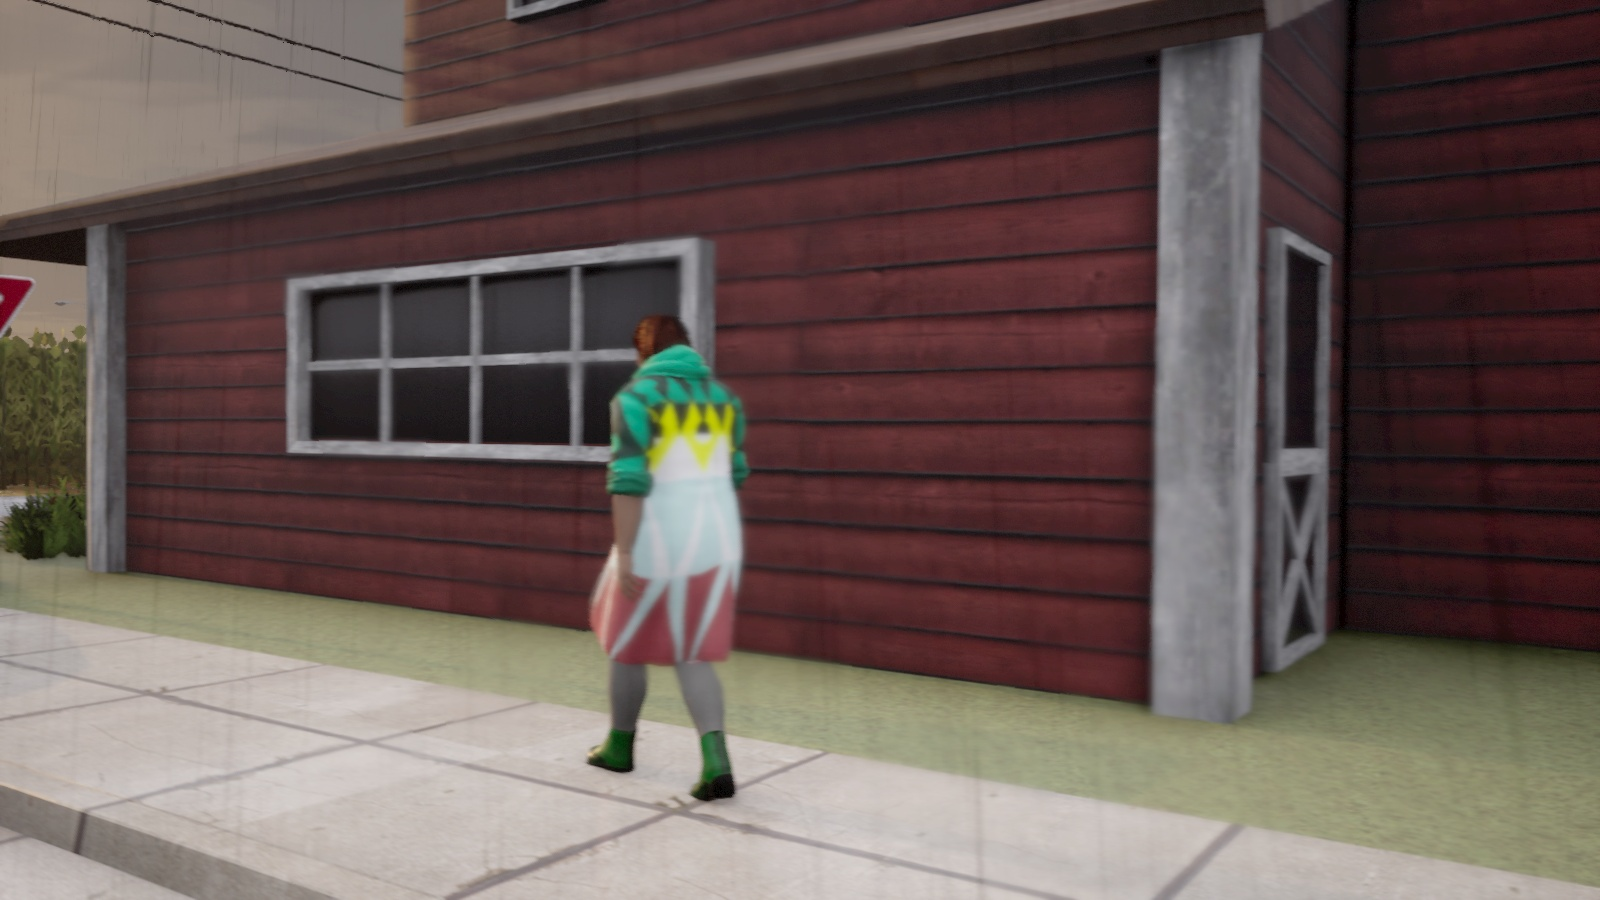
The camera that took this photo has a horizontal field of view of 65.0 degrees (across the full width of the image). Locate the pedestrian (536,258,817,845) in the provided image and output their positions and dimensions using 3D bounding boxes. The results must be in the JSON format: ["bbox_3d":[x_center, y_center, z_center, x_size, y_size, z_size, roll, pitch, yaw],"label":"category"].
[{"bbox_3d":[-0.477,0.333,4.715,0.659,1.952,0.873,-1,1,-39],"label":"pedestrian"}]
